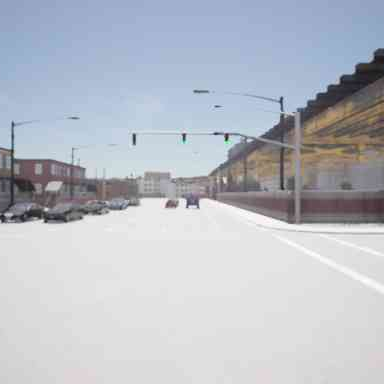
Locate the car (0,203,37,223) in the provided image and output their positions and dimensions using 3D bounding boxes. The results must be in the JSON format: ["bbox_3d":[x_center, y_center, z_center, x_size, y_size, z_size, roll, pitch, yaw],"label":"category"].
[{"bbox_3d":[-14.091,1.686,27.979,2.128,1.511,4.902,0,0,0],"label":"car"}]

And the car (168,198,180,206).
[{"bbox_3d":[-3.468,2.001,64.989,2.033,1.411,5.357,0,0,0],"label":"car"}]

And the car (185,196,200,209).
[{"bbox_3d":[0.104,1.597,53.762,2.150,2.045,5.566,0,0,0],"label":"car"}]

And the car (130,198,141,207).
[{"bbox_3d":[-10.519,1.926,60.289,1.837,1.490,4.892,0,-1,0],"label":"car"}]

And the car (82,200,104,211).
[{"bbox_3d":[-14.080,1.856,47.472,1.812,1.442,4.674,0,0,0],"label":"car"}]

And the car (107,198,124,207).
[{"bbox_3d":[-14.007,1.930,61.197,1.837,1.490,4.892,0,0,0],"label":"car"}]

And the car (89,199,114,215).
[{"bbox_3d":[-10.591,1.765,37.275,1.837,1.490,4.892,0,0,0],"label":"car"}]

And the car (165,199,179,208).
[{"bbox_3d":[-3.400,1.908,54.987,1.812,1.442,4.674,0,0,0],"label":"car"}]

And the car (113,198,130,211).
[{"bbox_3d":[-10.583,1.681,47.218,2.097,1.767,4.553,0,0,0],"label":"car"}]

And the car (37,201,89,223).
[{"bbox_3d":[-10.590,1.671,27.791,1.882,1.535,5.008,0,0,2],"label":"car"}]

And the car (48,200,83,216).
[{"bbox_3d":[-14.088,1.752,37.344,2.128,1.511,4.902,0,0,0],"label":"car"}]
